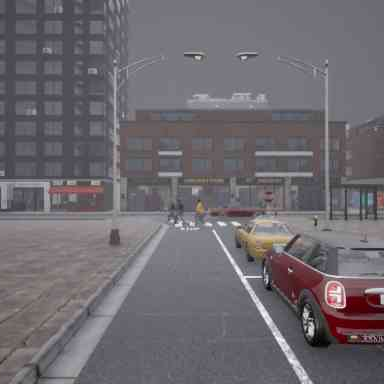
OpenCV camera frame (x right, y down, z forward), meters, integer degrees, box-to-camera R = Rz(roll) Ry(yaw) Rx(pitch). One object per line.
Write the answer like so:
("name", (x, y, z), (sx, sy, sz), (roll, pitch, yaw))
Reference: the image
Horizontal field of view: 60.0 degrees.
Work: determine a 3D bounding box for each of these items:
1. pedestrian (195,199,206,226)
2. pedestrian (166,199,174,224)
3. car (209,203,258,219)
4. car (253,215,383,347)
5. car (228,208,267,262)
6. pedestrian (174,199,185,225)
("pedestrian", (0.563, 1.303, 21.643), (0.375, 1.860, 0.375), (0, 0, 0))
("pedestrian", (-1.397, 1.303, 22.831), (0.375, 1.860, 0.375), (0, 0, 0))
("car", (3.815, 1.593, 27.891), (4.718, 1.301, 1.895), (0, 0, -1))
("car", (2.609, 1.442, 6.328), (1.967, 1.590, 4.097), (0, 0, 0))
("car", (2.576, 1.530, 11.935), (1.752, 1.417, 4.829), (0, 0, 0))
("pedestrian", (-0.853, 1.303, 22.302), (0.375, 1.860, 0.375), (0, 0, 0))
